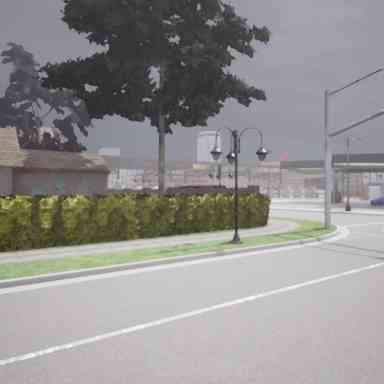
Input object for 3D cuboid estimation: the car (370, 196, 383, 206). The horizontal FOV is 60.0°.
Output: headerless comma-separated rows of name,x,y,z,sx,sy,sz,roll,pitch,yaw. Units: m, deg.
car,28.511,1.283,48.482,2.242,1.667,4.611,0,0,-35
